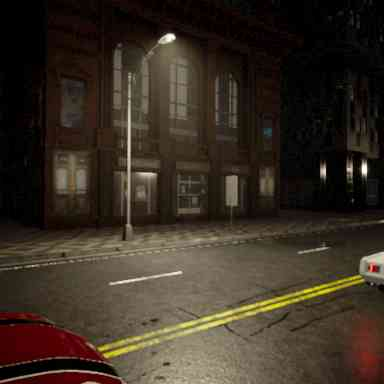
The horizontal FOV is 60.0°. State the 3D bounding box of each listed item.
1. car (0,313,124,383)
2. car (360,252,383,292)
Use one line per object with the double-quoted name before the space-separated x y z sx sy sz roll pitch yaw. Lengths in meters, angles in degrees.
"car" -2.527 1.348 1.637 4.553 1.767 2.097 0 0 -36
"car" 5.972 1.624 7.700 4.718 1.301 1.895 0 0 -35
